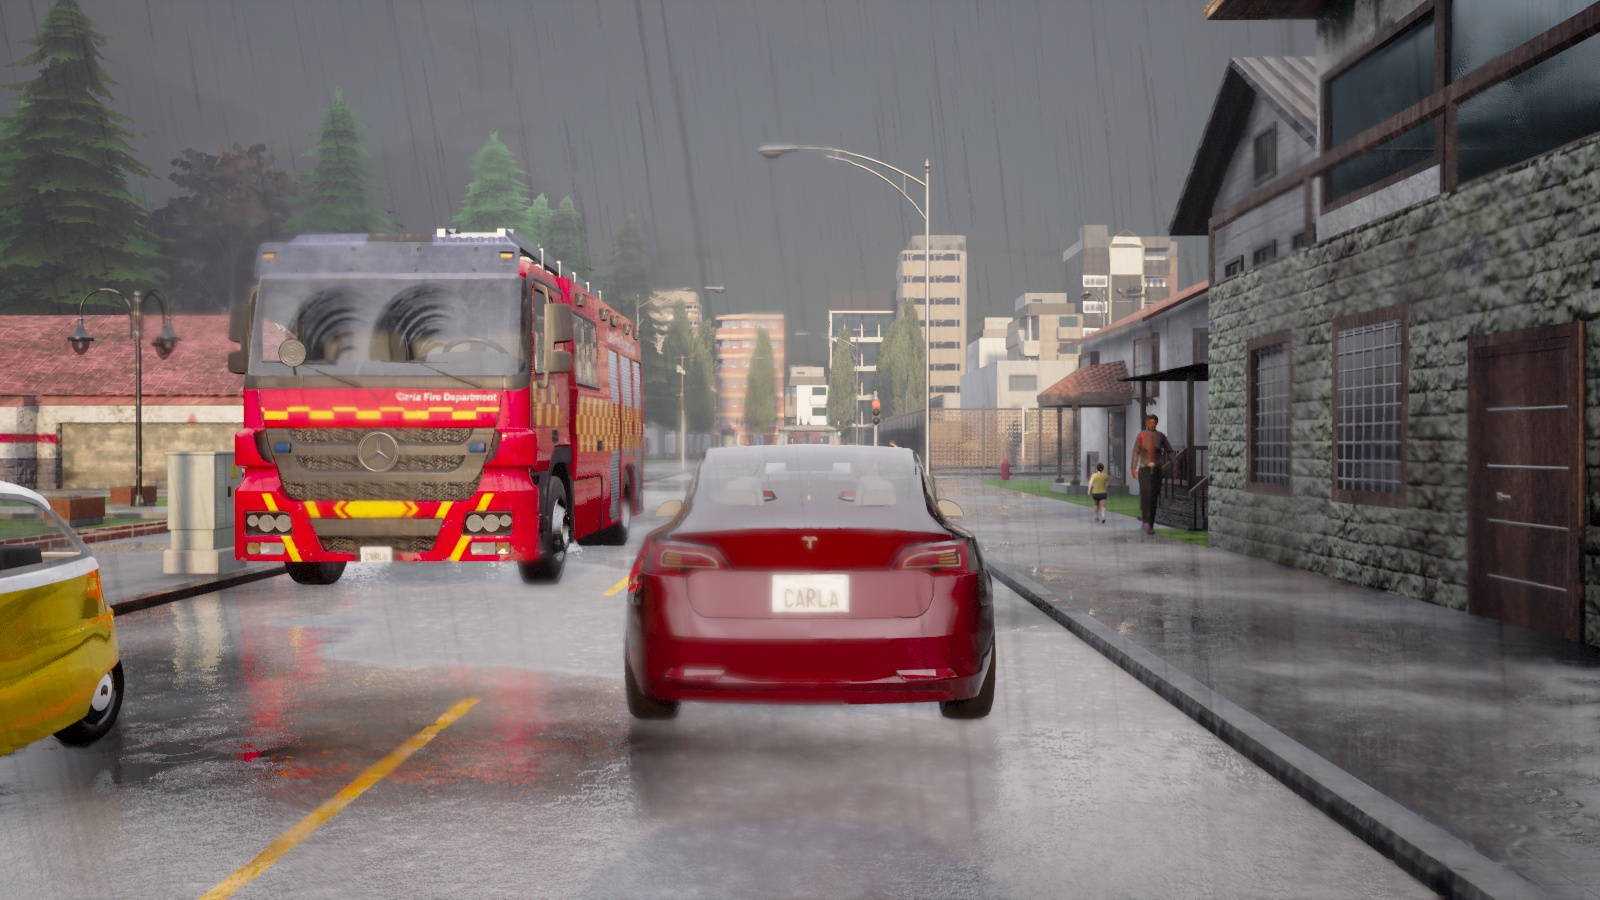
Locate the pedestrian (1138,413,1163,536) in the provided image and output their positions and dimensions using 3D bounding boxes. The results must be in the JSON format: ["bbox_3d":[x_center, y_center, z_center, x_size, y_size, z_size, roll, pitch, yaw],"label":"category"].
[{"bbox_3d":[5.253,0.354,18.843,0.328,1.805,0.869,0,0,14],"label":"pedestrian"}]

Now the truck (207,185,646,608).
[{"bbox_3d":[-3.897,-0.509,15.604,2.891,3.827,8.468,0,0,0],"label":"truck"}]

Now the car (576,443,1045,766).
[{"bbox_3d":[0.061,0.700,8.198,2.163,1.488,4.792,0,0,0],"label":"car"}]

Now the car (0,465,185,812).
[{"bbox_3d":[-3.954,0.767,5.450,1.481,1.376,2.207,0,0,0],"label":"car"}]

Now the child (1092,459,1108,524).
[{"bbox_3d":[5.217,0.717,21.830,0.255,1.110,0.394,0,0,13],"label":"child"}]

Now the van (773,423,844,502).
[{"bbox_3d":[0.212,0.308,33.971,1.775,1.987,4.442,0,0,0],"label":"van"}]
